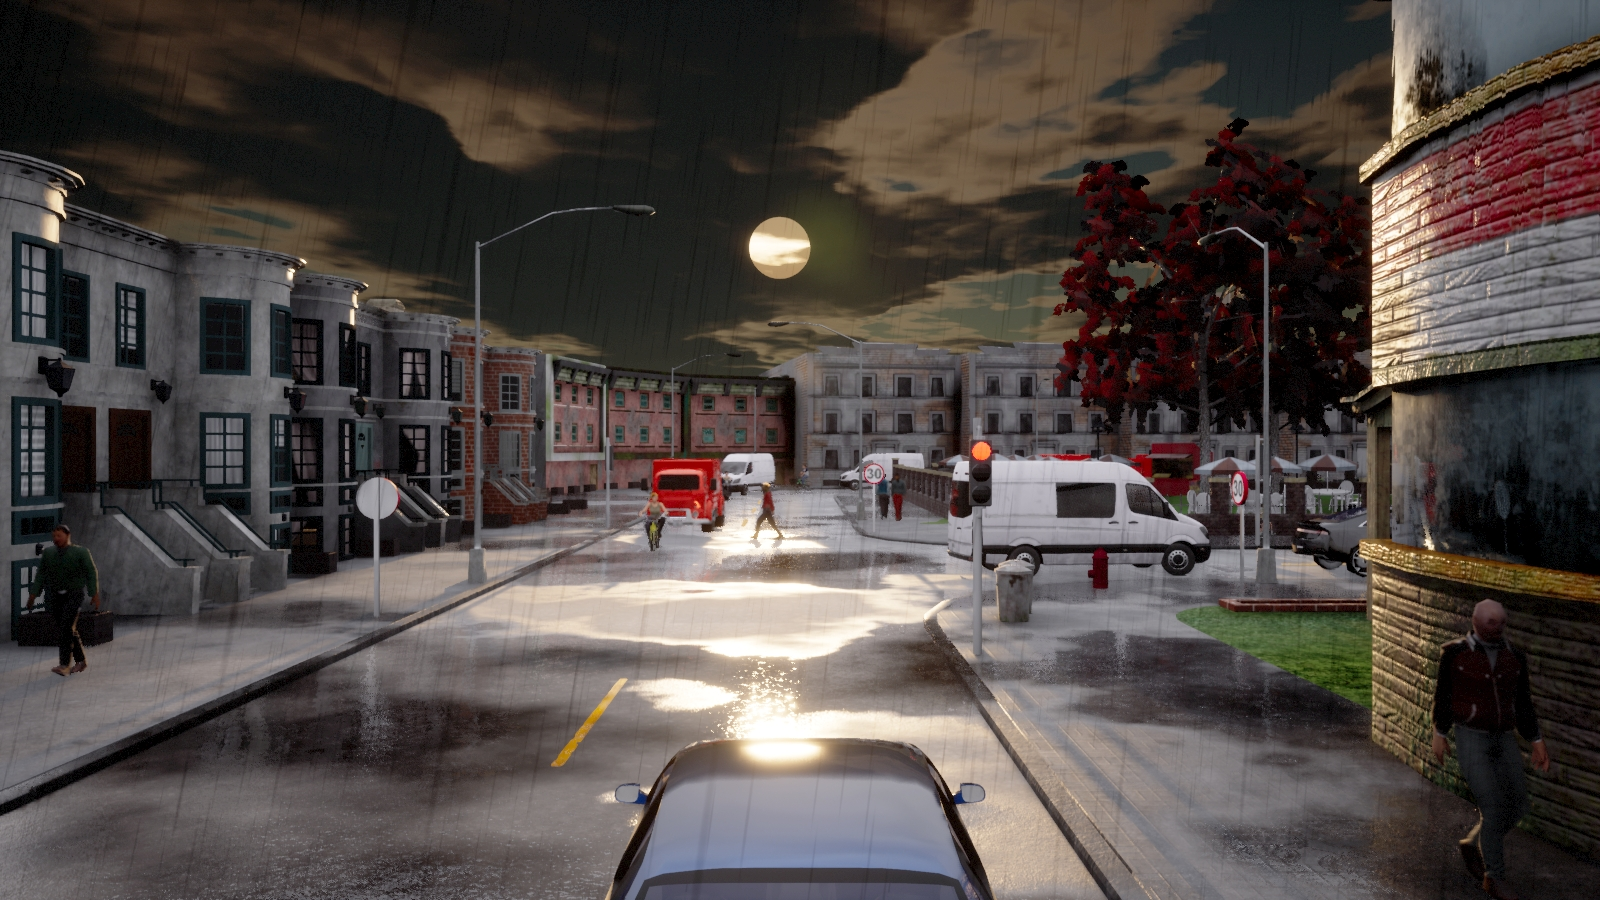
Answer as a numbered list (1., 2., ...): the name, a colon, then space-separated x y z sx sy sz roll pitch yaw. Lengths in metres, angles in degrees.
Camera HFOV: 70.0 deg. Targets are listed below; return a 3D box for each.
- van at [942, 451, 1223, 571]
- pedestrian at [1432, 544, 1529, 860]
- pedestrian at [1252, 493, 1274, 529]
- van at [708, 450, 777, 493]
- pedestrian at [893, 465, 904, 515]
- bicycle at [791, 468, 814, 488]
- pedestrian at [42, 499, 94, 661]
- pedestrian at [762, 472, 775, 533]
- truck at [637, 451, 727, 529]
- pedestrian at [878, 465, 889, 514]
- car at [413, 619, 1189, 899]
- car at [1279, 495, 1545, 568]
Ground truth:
1. van: 6.389 1.304 26.031 5.915 2.561 1.988 0 0 -11
2. pedestrian: 4.178 1.522 7.028 0.375 1.860 0.375 0 0 0
3. pedestrian: 14.301 1.882 35.298 0.500 1.100 0.500 0 0 0
4. van: -3.514 1.290 71.191 1.988 2.561 5.915 0 0 22
5. pedestrian: 3.665 1.500 42.642 0.375 1.860 0.375 0 0 10
6. bicycle: 0.186 1.909 76.960 1.643 1.296 0.373 -1 0 -37
7. pedestrian: -8.616 1.521 13.449 0.375 1.860 0.375 0 0 -3
8. pedestrian: -0.961 1.615 35.034 0.375 1.860 0.375 0 0 -1
9. truck: -4.014 1.318 40.003 2.627 2.467 5.204 0 1 0
10. pedestrian: 3.178 1.501 43.331 0.375 1.860 0.375 0 0 13
11. car: -0.001 1.884 5.268 2.033 1.411 5.357 0 0 0
12. car: 13.778 1.817 25.951 4.902 1.511 2.128 0 0 -1
